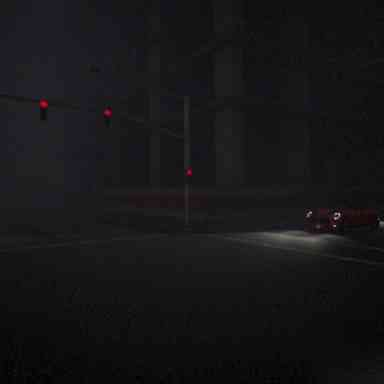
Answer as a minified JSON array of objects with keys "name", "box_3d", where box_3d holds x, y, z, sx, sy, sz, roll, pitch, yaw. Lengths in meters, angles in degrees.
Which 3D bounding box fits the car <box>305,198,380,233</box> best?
[{"name":"car","box_3d":[8.352,1.189,18.416,4.553,1.767,2.097,-1,0,-35]}]
